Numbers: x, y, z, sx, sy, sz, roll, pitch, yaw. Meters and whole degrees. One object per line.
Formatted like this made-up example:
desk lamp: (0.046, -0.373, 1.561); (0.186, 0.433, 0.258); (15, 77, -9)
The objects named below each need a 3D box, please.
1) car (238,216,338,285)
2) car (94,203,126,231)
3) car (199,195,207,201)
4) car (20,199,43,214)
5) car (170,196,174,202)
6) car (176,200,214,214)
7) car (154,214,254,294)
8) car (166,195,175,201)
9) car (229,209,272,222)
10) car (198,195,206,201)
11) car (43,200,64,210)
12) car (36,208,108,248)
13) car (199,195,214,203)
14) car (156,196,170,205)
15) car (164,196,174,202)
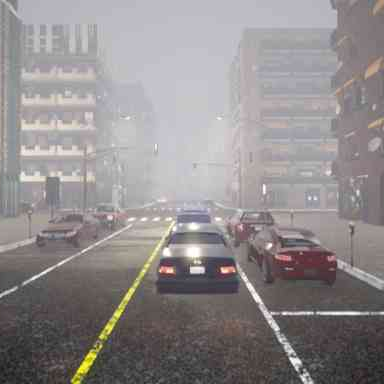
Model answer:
car: (2.578, 1.581, 9.249); (1.802, 1.307, 4.206); (1, 0, 0)
car: (-5.305, 1.438, 20.329); (1.967, 1.590, 4.097); (1, 0, 0)
car: (2.609, 1.530, 81.252); (1.887, 1.381, 4.507); (1, 0, 0)
car: (-17.549, 1.231, 31.845); (5.009, 1.841, 2.192); (0, -1, 0)
car: (-5.276, 1.514, 69.714); (1.752, 1.417, 4.829); (1, 0, 0)
car: (0.101, 1.476, 19.546); (1.882, 1.535, 5.008); (0, 0, 0)
car: (0.104, 1.547, 8.905); (2.033, 1.411, 5.357); (0, 0, 0)
car: (-5.272, 1.530, 81.226); (1.887, 1.381, 4.507); (1, 0, 0)
car: (2.582, 1.439, 14.799); (1.967, 1.590, 4.097); (1, 0, 0)
car: (2.611, 1.535, 86.923); (2.008, 1.369, 4.403); (1, 0, 0)
car: (-17.607, 1.578, 39.721); (4.313, 1.339, 1.947); (0, -1, 0)
car: (-5.305, 1.581, 14.780); (1.802, 1.307, 4.206); (1, 0, 0)
car: (2.596, 1.543, 52.897); (2.008, 1.369, 4.403); (1, 0, 0)
car: (-5.281, 1.516, 58.372); (1.752, 1.417, 4.829); (1, 0, 0)
car: (-5.275, 1.553, 75.555); (1.947, 1.339, 4.313); (1, 0, 0)
